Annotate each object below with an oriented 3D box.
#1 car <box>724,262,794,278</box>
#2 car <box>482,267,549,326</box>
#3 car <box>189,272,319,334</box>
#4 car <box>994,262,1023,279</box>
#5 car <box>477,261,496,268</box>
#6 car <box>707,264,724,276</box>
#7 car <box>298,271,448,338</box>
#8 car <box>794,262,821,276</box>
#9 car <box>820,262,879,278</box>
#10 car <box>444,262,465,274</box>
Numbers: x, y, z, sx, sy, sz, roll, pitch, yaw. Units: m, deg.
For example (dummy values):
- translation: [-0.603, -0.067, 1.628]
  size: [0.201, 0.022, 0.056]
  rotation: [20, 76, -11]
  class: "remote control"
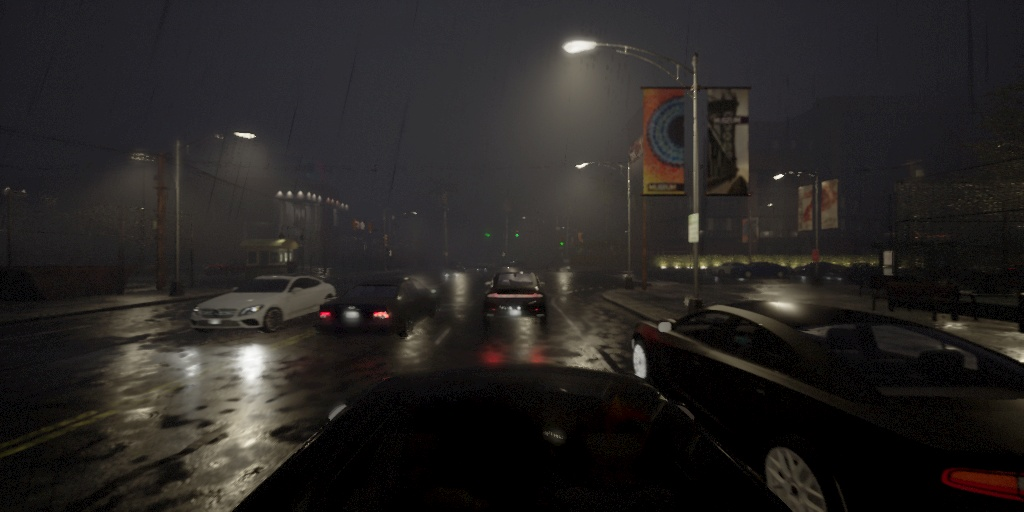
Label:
- translation: [23.811, 1.300, 34.654]
  size: [5.008, 1.535, 1.882]
  rotation: [0, 0, 0]
  class: "car"
- translation: [0.105, 1.264, 11.718]
  size: [2.128, 1.511, 4.902]
  rotation: [0, 0, 0]
  class: "car"
- translation: [-7.084, 1.296, 10.879]
  size: [1.812, 1.442, 4.674]
  rotation: [0, 0, 0]
  class: "car"
- translation: [45.232, 1.305, 31.208]
  size: [4.902, 1.511, 2.128]
  rotation: [0, 0, 0]
  class: "car"
- translation: [-4.461, 1.487, 62.405]
  size: [1.895, 1.301, 4.718]
  rotation: [0, 0, 19]
  class: "car"
- translation: [23.311, 1.356, 38.132]
  size: [4.674, 1.442, 1.812]
  rotation: [0, 0, 0]
  class: "car"
- translation: [-3.404, 1.317, 10.191]
  size: [2.033, 1.411, 5.357]
  rotation: [0, 0, 0]
  class: "car"
- translation: [32.510, 1.356, 38.200]
  size: [4.674, 1.442, 1.812]
  rotation: [0, 0, 0]
  class: "car"
- translation: [33.638, 1.369, 34.709]
  size: [5.357, 1.411, 2.033]
  rotation: [0, 0, 0]
  class: "car"
- translation: [-6.953, 1.392, 43.832]
  size: [2.033, 1.411, 5.357]
  rotation: [0, 0, 1]
  class: "car"
